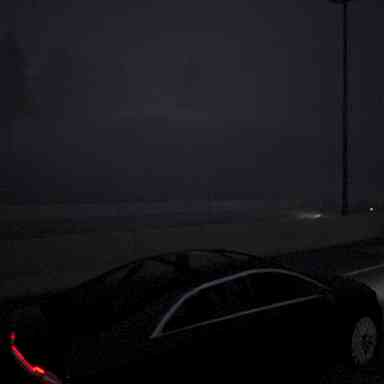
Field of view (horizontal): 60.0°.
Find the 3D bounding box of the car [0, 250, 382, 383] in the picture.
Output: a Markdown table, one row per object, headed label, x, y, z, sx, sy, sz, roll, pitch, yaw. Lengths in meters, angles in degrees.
| label | x | y | z | sx | sy | sz | roll | pitch | yaw |
| --- | --- | --- | --- | --- | --- | --- | --- | --- | --- |
| car | 0.446 | 1.490 | 4.077 | 4.902 | 1.511 | 2.128 | 0 | 0 | -35 |
